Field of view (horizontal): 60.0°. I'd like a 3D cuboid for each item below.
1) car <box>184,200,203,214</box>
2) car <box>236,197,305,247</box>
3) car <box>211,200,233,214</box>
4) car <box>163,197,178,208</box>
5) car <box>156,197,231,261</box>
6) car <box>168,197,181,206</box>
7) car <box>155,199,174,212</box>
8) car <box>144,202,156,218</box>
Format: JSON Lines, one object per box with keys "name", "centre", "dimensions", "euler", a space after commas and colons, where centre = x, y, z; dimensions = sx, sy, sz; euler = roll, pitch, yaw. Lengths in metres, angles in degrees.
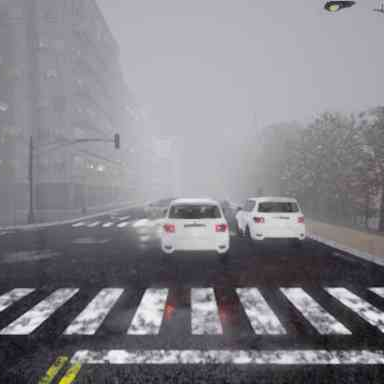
{"name": "car", "centre": [0.127, 1.615, 37.557], "dimensions": [2.033, 1.411, 5.357], "euler": [0, 0, 0]}
{"name": "car", "centre": [3.356, 1.249, 15.169], "dimensions": [2.150, 2.045, 5.566], "euler": [0, 0, 0]}
{"name": "car", "centre": [3.376, 1.616, 37.931], "dimensions": [2.033, 1.411, 5.357], "euler": [0, 0, 0]}
{"name": "car", "centre": [-3.214, 1.602, 50.535], "dimensions": [1.837, 1.490, 4.892], "euler": [0, 0, 0]}
{"name": "car", "centre": [0.098, 1.258, 12.508], "dimensions": [2.150, 2.045, 5.566], "euler": [0, 0, 0]}
{"name": "car", "centre": [-3.206, 1.668, 60.861], "dimensions": [2.033, 1.411, 5.357], "euler": [0, 0, 0]}
{"name": "car", "centre": [-3.289, 1.600, 40.241], "dimensions": [1.812, 1.442, 4.674], "euler": [0, 0, 0]}
{"name": "car", "centre": [-3.318, 1.656, 31.322], "dimensions": [1.895, 1.301, 4.718], "euler": [0, 0, 0]}
